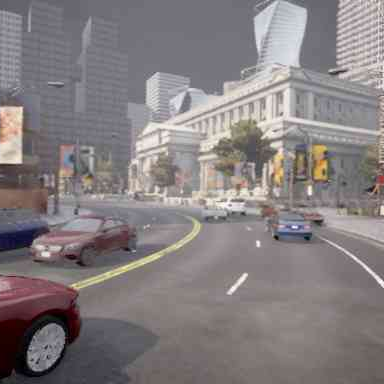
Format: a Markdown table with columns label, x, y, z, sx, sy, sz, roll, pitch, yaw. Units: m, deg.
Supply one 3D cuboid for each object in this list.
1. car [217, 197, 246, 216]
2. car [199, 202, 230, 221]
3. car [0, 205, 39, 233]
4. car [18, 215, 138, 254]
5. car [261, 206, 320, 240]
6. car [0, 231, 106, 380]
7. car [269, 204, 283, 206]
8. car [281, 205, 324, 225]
| label | x | y | z | sx | sy | sz | roll | pitch | yaw |
| --- | --- | --- | --- | --- | --- | --- | --- | --- | --- |
| car | 4.185 | 1.573 | 36.940 | 2.150 | 2.045 | 5.566 | 1 | -1 | -13 |
| car | 1.798 | 1.866 | 30.228 | 1.895 | 1.301 | 4.718 | 1 | 0 | -6 |
| car | -7.266 | 1.346 | 11.778 | 2.097 | 1.767 | 4.553 | 1 | -1 | 18 |
| car | -3.538 | 1.571 | 11.858 | 1.812 | 1.442 | 4.674 | 1 | 0 | 17 |
| car | 5.246 | 1.768 | 18.531 | 2.033 | 1.411 | 5.357 | 1 | 0 | 7 |
| car | -3.398 | 1.457 | 3.171 | 1.882 | 1.535 | 5.008 | 1 | 0 | 31 |
| car | 8.193 | 1.890 | 32.268 | 2.002 | 1.452 | 4.674 | 1 | 0 | -9 |
| car | 8.795 | 1.928 | 26.569 | 1.895 | 1.301 | 4.718 | 1 | 0 | 1 |
